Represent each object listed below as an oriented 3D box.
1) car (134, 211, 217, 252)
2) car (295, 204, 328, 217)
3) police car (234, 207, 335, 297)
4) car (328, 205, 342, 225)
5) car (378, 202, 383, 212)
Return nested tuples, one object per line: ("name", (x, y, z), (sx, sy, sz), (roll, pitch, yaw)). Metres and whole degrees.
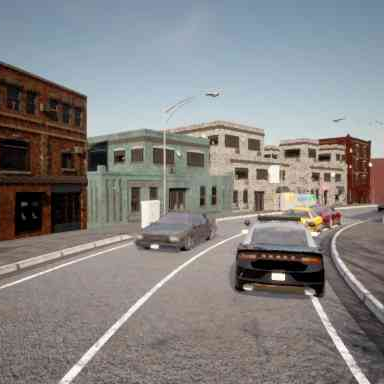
("car", (-0.397, 1.525, 14.170), (2.033, 1.411, 5.357), (0, 0, 20))
("car", (5.783, 1.471, 17.631), (1.801, 1.575, 5.366), (1, 0, 28))
("police car", (2.316, 1.428, 8.885), (1.930, 1.638, 5.238), (0, 0, 15))
("car", (8.673, 1.557, 22.225), (1.812, 1.442, 4.674), (1, 0, 36))
("car", (24.019, 1.683, 40.135), (4.181, 1.385, 1.994), (0, 1, -44))
